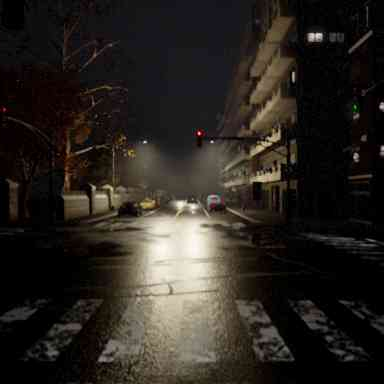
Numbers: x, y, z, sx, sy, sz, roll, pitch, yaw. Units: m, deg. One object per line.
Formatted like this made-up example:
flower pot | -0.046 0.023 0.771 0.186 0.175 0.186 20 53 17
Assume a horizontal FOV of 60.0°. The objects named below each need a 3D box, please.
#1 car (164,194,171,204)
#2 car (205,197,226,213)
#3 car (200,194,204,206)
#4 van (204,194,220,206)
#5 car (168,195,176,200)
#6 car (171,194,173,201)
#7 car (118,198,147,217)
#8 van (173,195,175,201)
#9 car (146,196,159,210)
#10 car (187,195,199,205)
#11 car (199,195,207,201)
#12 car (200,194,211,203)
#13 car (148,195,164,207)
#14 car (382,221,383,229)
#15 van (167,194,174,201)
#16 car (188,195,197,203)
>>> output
car | -5.642 1.453 64.756 1.967 1.590 4.097 0 0 0
car | 2.719 1.538 36.598 1.887 1.381 4.507 0 0 0
car | 2.731 1.442 53.489 1.967 1.590 4.097 0 0 0
van | 2.723 1.336 42.229 1.690 1.788 3.998 0 0 0
car | -5.622 1.605 92.905 2.008 1.369 4.403 0 0 0
car | -5.637 1.459 70.386 1.967 1.590 4.097 0 0 0
car | -5.666 1.558 30.974 1.947 1.339 4.313 0 0 0
van | -5.630 1.375 81.646 1.690 1.788 3.998 0 0 0
car | -5.657 1.521 42.065 1.752 1.417 4.829 0 0 0
car | 0.042 1.555 59.686 2.033 1.411 5.357 0 0 0
car | 2.754 1.483 87.269 1.967 1.590 4.097 0 0 0
car | 2.743 1.334 70.380 2.192 1.841 5.009 0 0 0
car | -5.654 1.314 47.865 2.192 1.841 5.009 0 0 0
car | 13.479 1.590 18.638 5.009 1.841 2.192 1 -1 0
van | -5.626 1.384 87.275 1.690 1.788 3.998 0 0 0
car | 0.051 1.396 70.105 1.837 1.490 4.892 0 0 0
